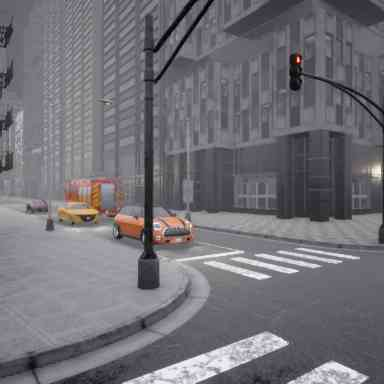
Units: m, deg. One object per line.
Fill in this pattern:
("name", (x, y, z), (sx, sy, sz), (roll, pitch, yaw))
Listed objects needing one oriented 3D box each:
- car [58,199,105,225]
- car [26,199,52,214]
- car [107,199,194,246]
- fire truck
("car", (-8.423, 1.511, 24.434), (1.882, 1.535, 5.008), (0, 0, -35))
("car", (-16.605, 1.530, 35.975), (1.882, 1.535, 5.008), (0, 1, -35))
("car", (-1.873, 1.370, 15.262), (2.097, 1.767, 4.553), (0, 0, -36))
("fire truck", (-9.429, 0.389, 31.217), (2.891, 3.827, 8.468), (0, 0, -35))
